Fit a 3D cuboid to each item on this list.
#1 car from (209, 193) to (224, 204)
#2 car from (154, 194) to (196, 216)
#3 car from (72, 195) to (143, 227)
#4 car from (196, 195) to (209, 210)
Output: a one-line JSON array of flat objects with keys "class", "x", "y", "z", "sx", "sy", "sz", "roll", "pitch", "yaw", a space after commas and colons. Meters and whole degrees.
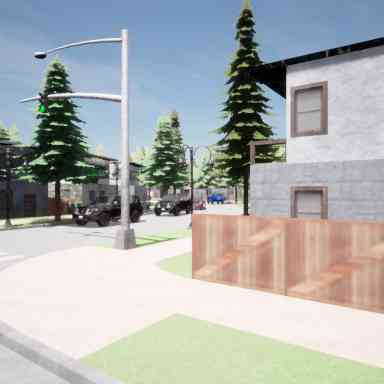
[{"class": "car", "x": 4.266, "y": 1.202, "z": 60.854, "sx": 2.150, "sy": 2.045, "sz": 5.566, "roll": 0, "pitch": 0, "yaw": -9}, {"class": "car", "x": -1.747, "y": 1.202, "z": 32.471, "sx": 2.150, "sy": 2.045, "sz": 5.566, "roll": 0, "pitch": 0, "yaw": 18}, {"class": "car", "x": -5.640, "y": 1.202, "z": 23.094, "sx": 2.150, "sy": 2.045, "sz": 5.566, "roll": 0, "pitch": 0, "yaw": 27}, {"class": "car", "x": 0.510, "y": 1.333, "z": 42.070, "sx": 2.097, "sy": 1.767, "sz": 4.553, "roll": 0, "pitch": 0, "yaw": 9}]
